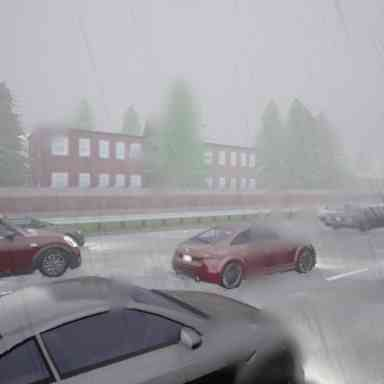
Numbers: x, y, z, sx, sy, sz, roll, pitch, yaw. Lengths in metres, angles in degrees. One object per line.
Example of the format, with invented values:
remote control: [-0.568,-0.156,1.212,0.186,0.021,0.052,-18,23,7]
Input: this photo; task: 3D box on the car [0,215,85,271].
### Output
car: [-5.285,1.351,8.574,4.553,1.767,2.097,0,0,-36]

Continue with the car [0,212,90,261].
car: [-6.172,1.561,12.242,4.181,1.385,1.994,0,0,-35]

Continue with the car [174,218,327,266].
car: [1.519,1.555,9.127,4.181,1.385,1.994,0,0,-36]

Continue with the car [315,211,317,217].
car: [11.319,1.570,24.721,4.718,1.301,1.895,0,0,-36]

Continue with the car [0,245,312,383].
car: [-0.842,1.563,3.145,4.181,1.385,1.994,0,0,-36]

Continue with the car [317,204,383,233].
car: [9.968,1.522,19.459,5.357,1.411,2.033,0,0,-36]
